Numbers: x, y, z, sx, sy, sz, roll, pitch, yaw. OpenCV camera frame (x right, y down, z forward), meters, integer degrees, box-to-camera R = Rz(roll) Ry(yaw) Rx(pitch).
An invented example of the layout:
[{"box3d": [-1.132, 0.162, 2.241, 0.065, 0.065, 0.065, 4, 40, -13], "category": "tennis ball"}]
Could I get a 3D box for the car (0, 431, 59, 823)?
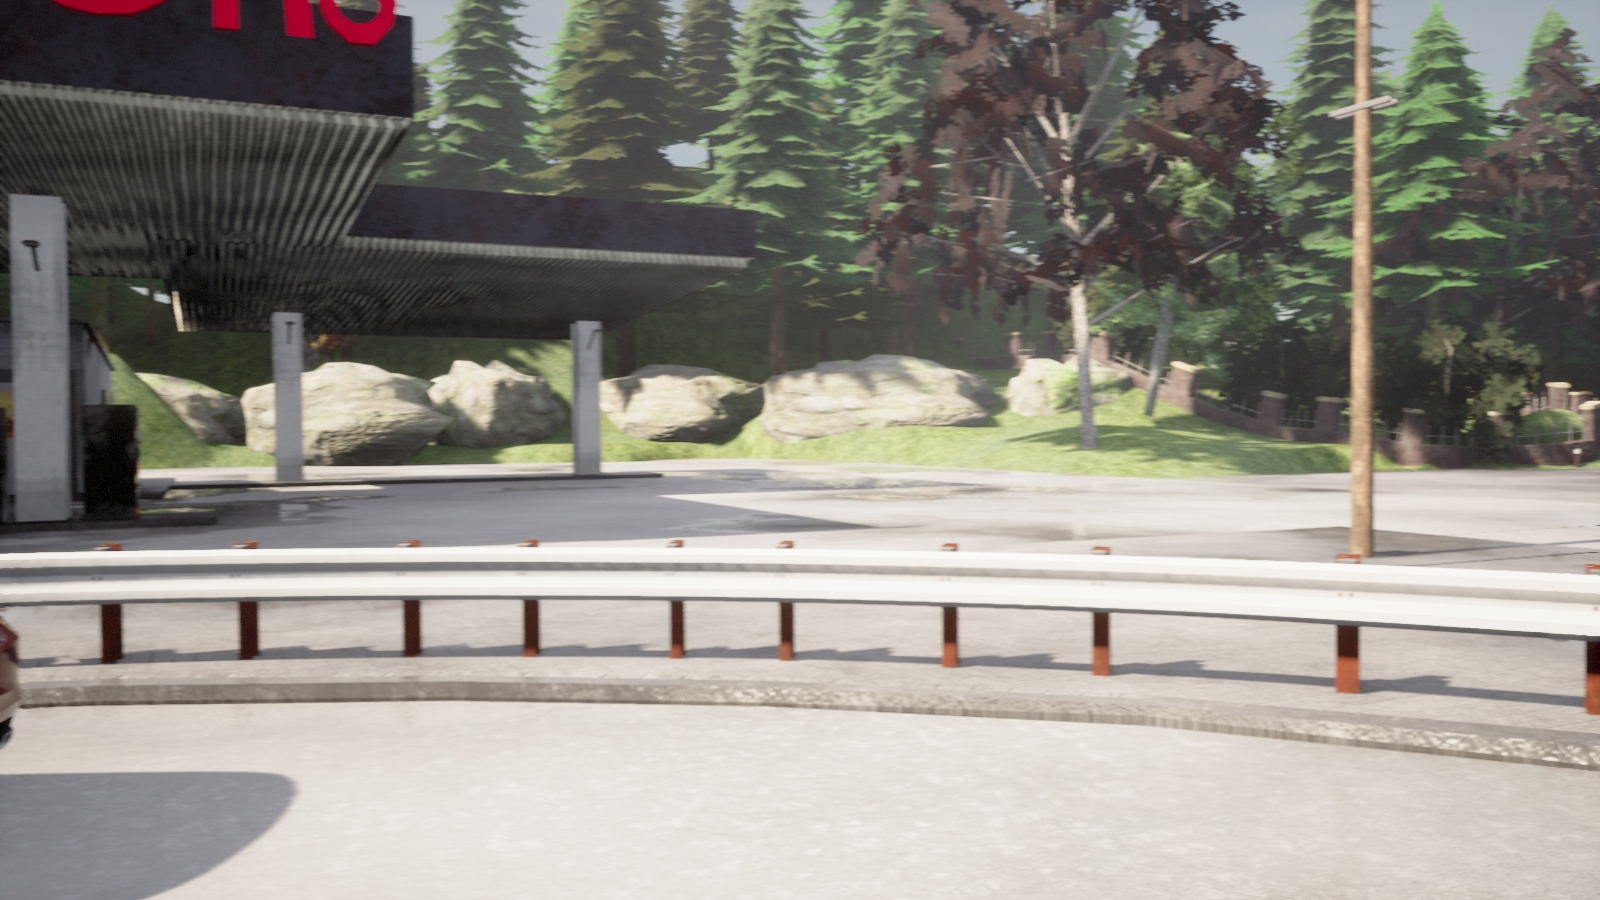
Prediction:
[{"box3d": [-5.595, 0.703, 4.231, 5.008, 1.535, 1.882, 0, 1, -4], "category": "car"}]
